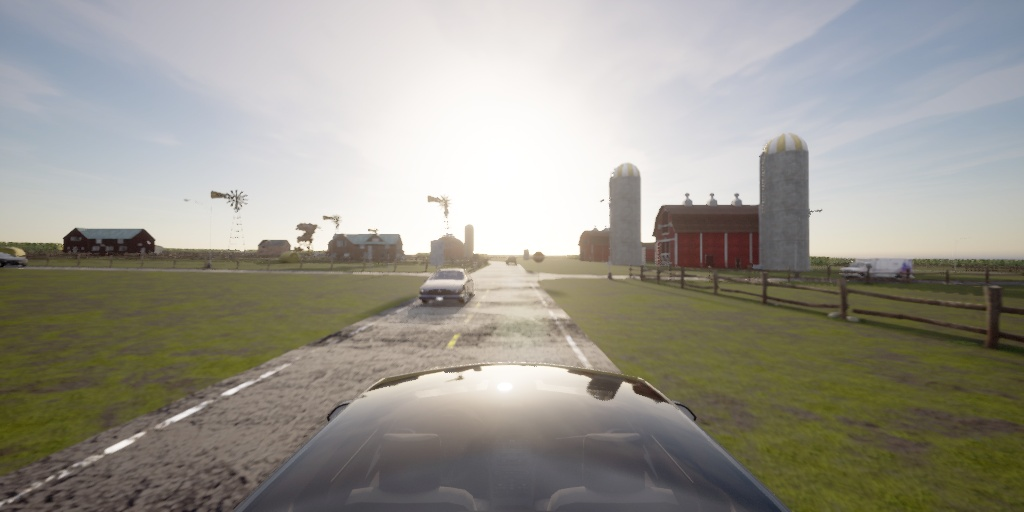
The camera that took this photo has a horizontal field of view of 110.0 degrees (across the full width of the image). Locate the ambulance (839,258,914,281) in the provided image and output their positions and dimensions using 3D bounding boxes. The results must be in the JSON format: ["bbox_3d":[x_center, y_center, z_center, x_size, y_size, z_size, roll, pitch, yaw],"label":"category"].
[{"bbox_3d":[39.413,1.448,39.008,6.366,2.431,2.351,1,-1,0],"label":"ambulance"}]

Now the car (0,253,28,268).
[{"bbox_3d":[-51.840,0.383,35.978,5.008,1.535,1.882,1,-1,0],"label":"car"}]

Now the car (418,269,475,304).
[{"bbox_3d":[-2.827,1.294,16.678,2.033,1.411,5.357,0,0,0],"label":"car"}]
